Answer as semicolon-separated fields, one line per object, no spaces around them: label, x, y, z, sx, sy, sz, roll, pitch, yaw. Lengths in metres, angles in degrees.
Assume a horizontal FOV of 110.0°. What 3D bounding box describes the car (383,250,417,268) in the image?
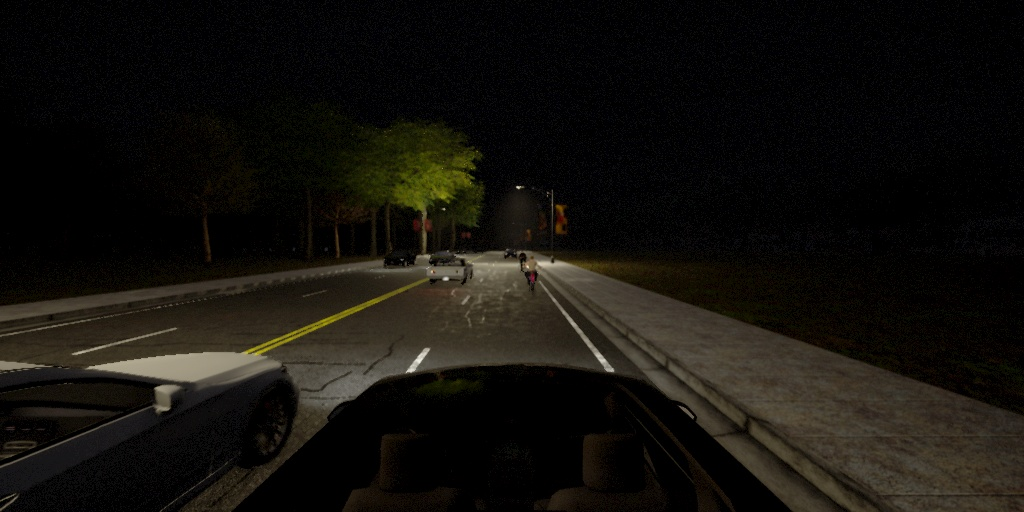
car;-10.037;0.217;32.464;1.882;1.535;5.008;0;2;0

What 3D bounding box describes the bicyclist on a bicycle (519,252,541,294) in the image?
bicyclist on a bicycle;0.830;0.746;15.133;0.866;1.612;1.509;0;2;-1

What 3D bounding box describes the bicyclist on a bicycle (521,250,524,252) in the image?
bicyclist on a bicycle;0.750;0.442;24.938;0.582;1.620;1.656;0;2;0

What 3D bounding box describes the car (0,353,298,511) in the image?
car;-3.148;1.270;1.815;1.812;1.442;4.674;0;2;0

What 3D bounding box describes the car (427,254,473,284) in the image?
car;-3.268;0.756;19.812;1.895;1.301;4.718;0;2;-1

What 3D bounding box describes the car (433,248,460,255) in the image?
car;-6.807;0.196;35.289;2.033;1.411;5.357;0;2;0

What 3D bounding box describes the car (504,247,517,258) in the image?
car;-0.226;-0.337;53.525;1.895;1.301;4.718;0;2;0
